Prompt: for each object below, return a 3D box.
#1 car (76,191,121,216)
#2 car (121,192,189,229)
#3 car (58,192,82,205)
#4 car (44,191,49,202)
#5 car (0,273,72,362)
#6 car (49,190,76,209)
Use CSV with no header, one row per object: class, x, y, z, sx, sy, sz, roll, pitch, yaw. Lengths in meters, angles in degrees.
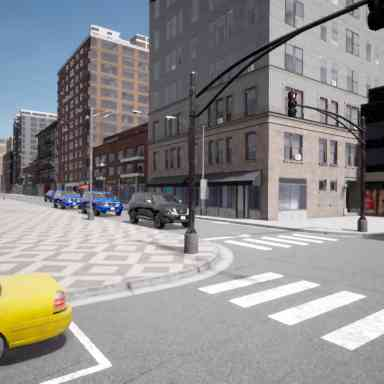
car,-8.025,0.959,29.172,2.150,2.045,5.566,1,0,-35
car,-2.087,1.053,20.759,2.150,2.045,5.566,1,0,-35
car,-17.813,0.925,48.563,2.097,1.767,4.553,1,0,-35
car,-23.441,0.707,56.576,2.150,2.045,5.566,1,0,-37
car,-4.006,1.525,3.895,4.829,1.417,1.752,0,1,-36
car,-14.216,0.861,37.961,2.150,2.045,5.566,1,0,-35
